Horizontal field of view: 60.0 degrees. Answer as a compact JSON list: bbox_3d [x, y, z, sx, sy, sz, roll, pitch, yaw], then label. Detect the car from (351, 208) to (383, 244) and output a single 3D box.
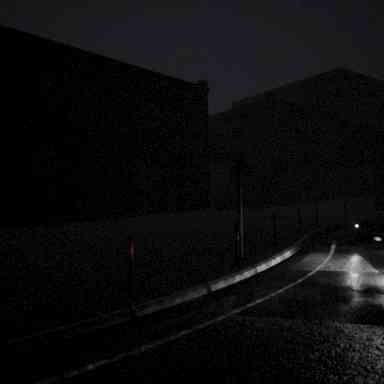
[{"bbox_3d":[8.068,1.245,12.819,4.718,1.301,1.895,-2,1,-39],"label":"car"}]
